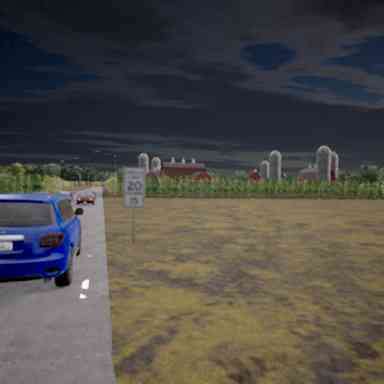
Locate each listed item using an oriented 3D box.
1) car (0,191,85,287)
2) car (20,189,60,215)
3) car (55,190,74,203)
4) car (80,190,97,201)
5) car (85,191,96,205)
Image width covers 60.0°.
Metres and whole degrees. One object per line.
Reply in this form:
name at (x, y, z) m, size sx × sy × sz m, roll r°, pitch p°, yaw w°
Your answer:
car at (-4.133, 1.026, 8.642) m, size 2.150 × 2.045 × 5.566 m, roll 1°, pitch 1°, yaw -15°
car at (-11.840, 0.727, 26.180) m, size 2.097 × 1.767 × 4.553 m, roll 1°, pitch 1°, yaw -15°
car at (-15.998, 0.577, 41.867) m, size 1.812 × 1.442 × 4.674 m, roll 1°, pitch 1°, yaw -15°
car at (-14.654, 0.503, 47.416) m, size 2.033 × 1.411 × 5.357 m, roll 1°, pitch 1°, yaw -15°
car at (-11.974, 0.774, 37.713) m, size 1.895 × 1.301 × 4.718 m, roll 1°, pitch 1°, yaw -15°
